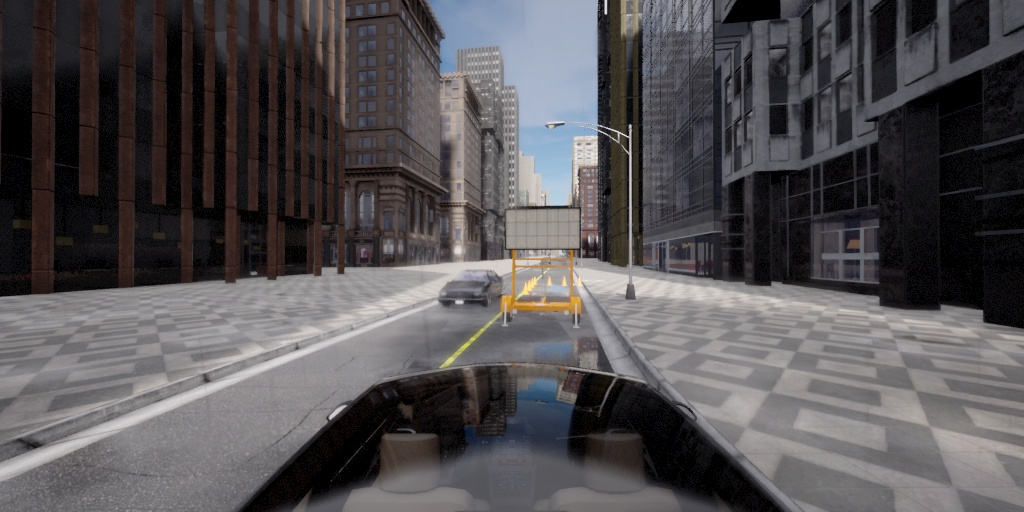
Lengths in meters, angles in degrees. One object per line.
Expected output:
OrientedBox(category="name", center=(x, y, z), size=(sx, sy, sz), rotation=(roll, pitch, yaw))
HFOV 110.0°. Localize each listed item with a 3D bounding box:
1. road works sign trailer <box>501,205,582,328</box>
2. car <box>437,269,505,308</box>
OrientedBox(category="road works sign trailer", center=(0.985, 0.211, 11.449), size=(2.380, 3.560, 2.880), rotation=(0, 0, 8))
OrientedBox(category="car", center=(-1.542, 1.294, 15.674), size=(2.033, 1.411, 5.357), rotation=(0, 0, 8))
